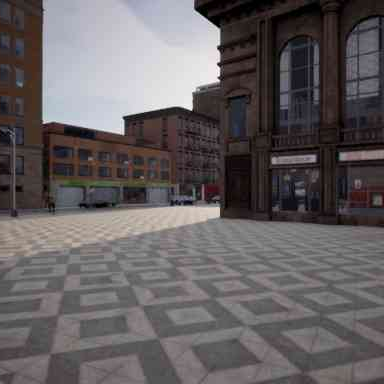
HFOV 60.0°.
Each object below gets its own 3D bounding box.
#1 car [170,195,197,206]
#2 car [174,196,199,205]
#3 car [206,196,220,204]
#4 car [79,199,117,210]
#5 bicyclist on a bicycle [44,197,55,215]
[{"bbox_3d":[-1.373,1.303,51.787,2.097,1.767,4.553,0,0,36],"label":"car"},{"bbox_3d":[-0.911,1.502,57.641,1.812,1.442,4.674,0,0,36],"label":"car"},{"bbox_3d":[4.448,1.445,59.942,1.837,1.490,4.892,0,0,36],"label":"car"},{"bbox_3d":[-12.007,1.563,42.420,1.895,1.301,4.718,0,0,36],"label":"car"},{"bbox_3d":[-13.015,1.285,30.370,1.656,1.620,0.582,0,0,36],"label":"bicyclist on a bicycle"}]
